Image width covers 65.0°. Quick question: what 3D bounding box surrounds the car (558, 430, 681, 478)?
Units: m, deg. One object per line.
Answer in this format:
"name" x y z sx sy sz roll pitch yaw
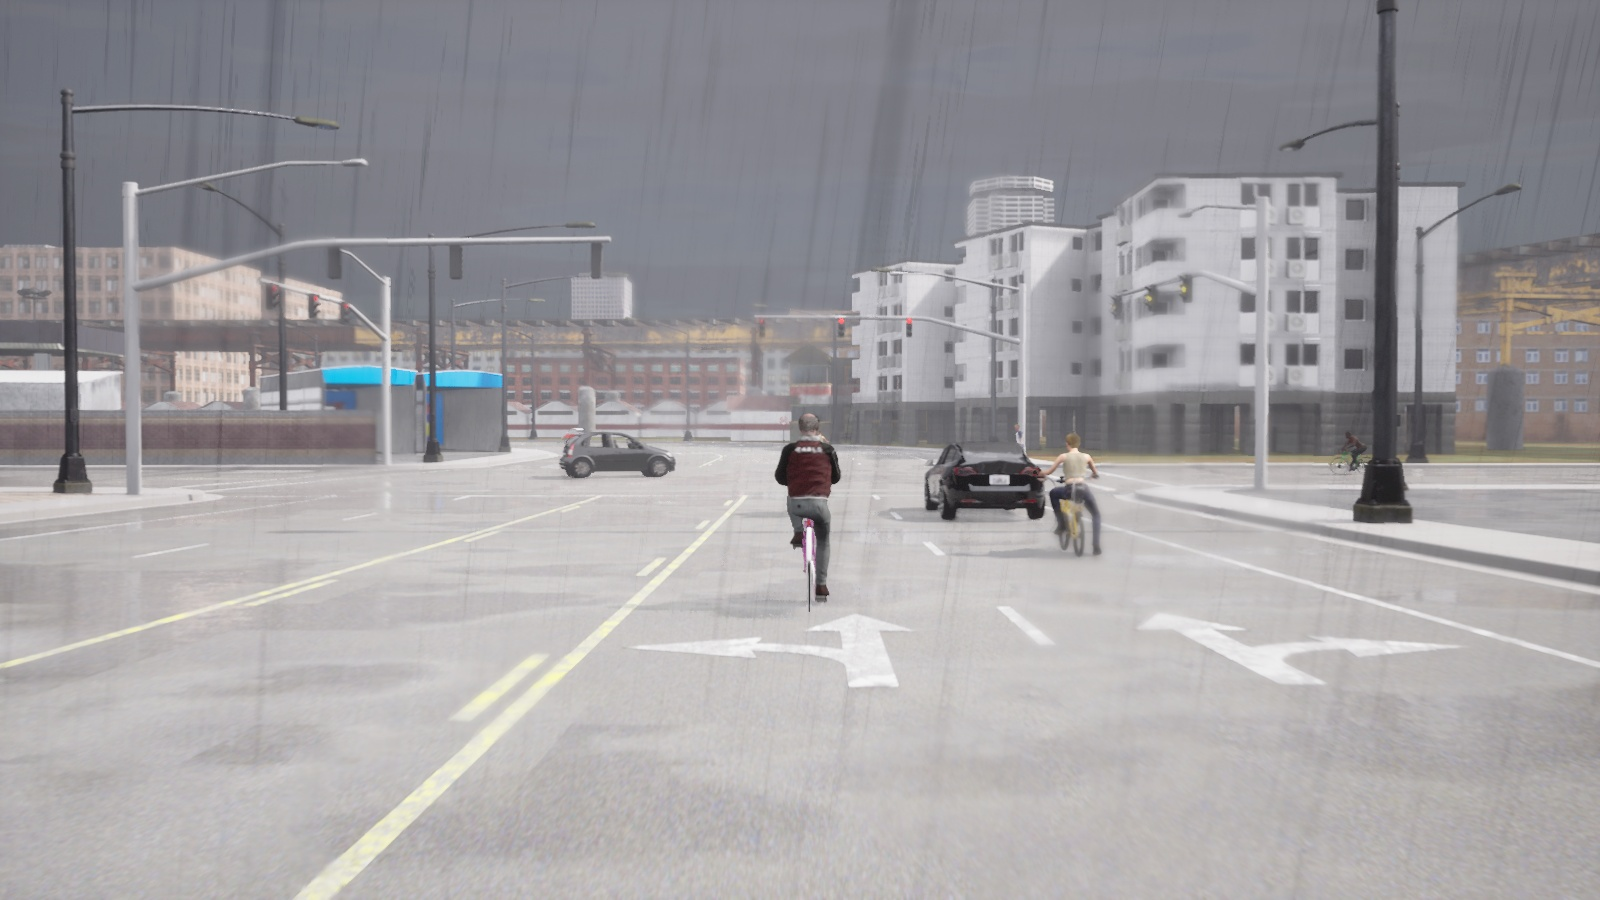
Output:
"car" -6.368 0.114 44.271 3.988 1.617 1.851 0 1 -19

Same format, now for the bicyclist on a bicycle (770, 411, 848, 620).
"bicyclist on a bicycle" 0.081 0.550 11.618 0.659 1.776 1.843 0 1 0

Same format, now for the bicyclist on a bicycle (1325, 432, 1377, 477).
"bicyclist on a bicycle" 20.205 0.172 46.037 1.656 1.620 0.582 0 1 -1

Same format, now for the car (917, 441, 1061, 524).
"car" 3.664 0.569 25.275 2.163 1.488 4.792 0 1 0

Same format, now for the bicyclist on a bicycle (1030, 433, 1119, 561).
"bicyclist on a bicycle" 3.610 0.587 16.632 0.866 1.612 1.509 0 1 1
